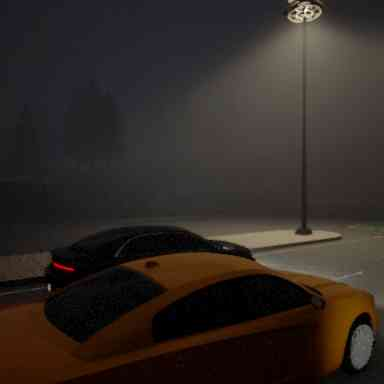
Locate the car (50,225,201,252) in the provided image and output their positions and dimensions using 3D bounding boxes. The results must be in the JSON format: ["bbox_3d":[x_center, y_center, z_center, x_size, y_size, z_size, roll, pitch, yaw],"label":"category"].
[{"bbox_3d":[-0.669,1.520,7.563,4.892,1.490,1.837,0,0,-35],"label":"car"}]

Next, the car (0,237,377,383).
[{"bbox_3d":[0.252,1.487,3.922,5.008,1.535,1.882,0,0,-35],"label":"car"}]
